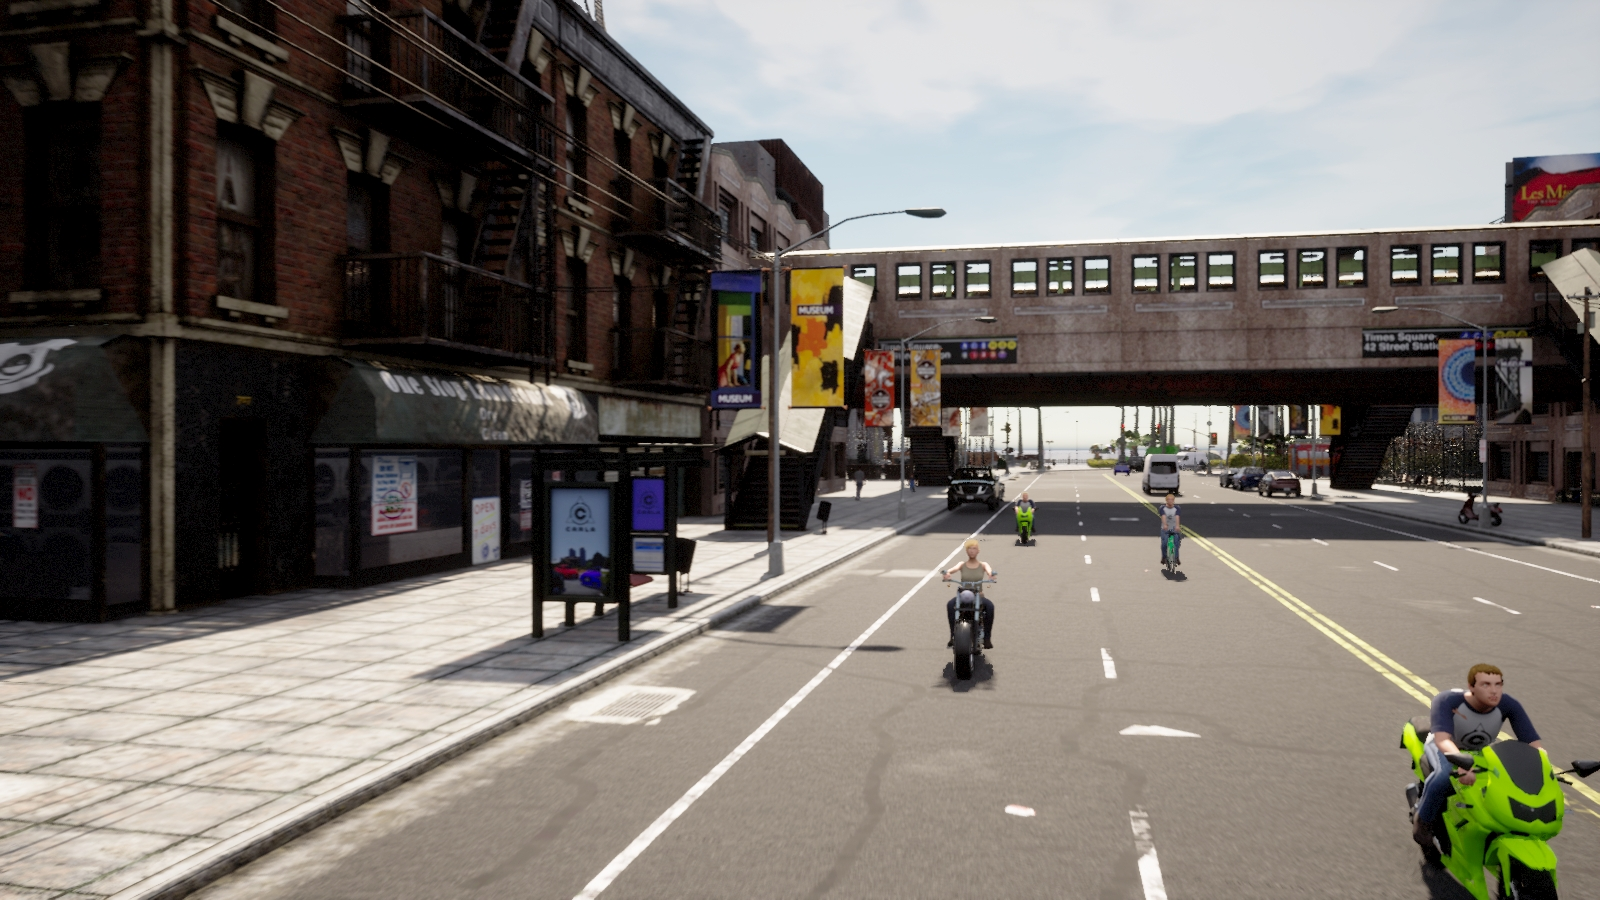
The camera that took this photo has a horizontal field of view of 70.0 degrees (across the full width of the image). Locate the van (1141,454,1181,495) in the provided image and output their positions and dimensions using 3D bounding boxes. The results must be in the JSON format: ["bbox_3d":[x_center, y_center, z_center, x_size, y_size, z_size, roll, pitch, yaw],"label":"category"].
[{"bbox_3d":[23.406,1.542,74.247,1.988,2.561,5.915,0,0,13],"label":"van"}]

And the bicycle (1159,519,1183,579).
[{"bbox_3d":[8.372,2.209,25.798,0.373,1.196,1.643,0,0,13],"label":"bicycle"}]

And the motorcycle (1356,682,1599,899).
[{"bbox_3d":[4.129,2.214,6.975,0.803,1.145,2.033,1,0,11],"label":"motorcycle"}]

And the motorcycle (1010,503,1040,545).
[{"bbox_3d":[6.806,2.215,34.494,0.803,1.145,2.033,0,0,13],"label":"motorcycle"}]

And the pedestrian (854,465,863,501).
[{"bbox_3d":[3.035,1.699,59.178,0.375,1.860,0.375,0,0,19],"label":"pedestrian"}]

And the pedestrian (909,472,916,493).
[{"bbox_3d":[6.886,1.979,69.902,0.375,1.300,0.375,0,0,19],"label":"pedestrian"}]

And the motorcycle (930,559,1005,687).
[{"bbox_3d":[2.208,2.171,14.795,0.764,1.277,2.356,0,0,13],"label":"motorcycle"}]
